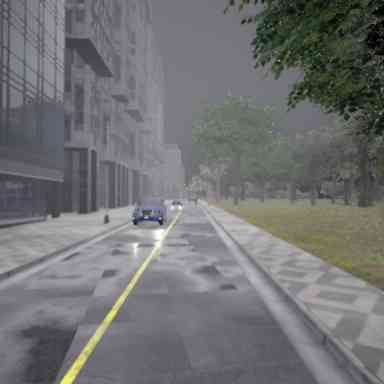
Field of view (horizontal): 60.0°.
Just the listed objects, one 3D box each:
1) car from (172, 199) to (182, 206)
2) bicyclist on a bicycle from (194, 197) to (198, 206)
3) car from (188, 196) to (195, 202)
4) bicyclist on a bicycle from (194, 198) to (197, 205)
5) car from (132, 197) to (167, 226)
[{"bbox_3d":[-3.004,2.103,66.021,1.895,1.301,4.718,0,0,0],"label":"car"},{"bbox_3d":[0.824,1.958,65.216,0.582,1.620,1.656,0,-1,0],"label":"bicyclist on a bicycle"},{"bbox_3d":[-0.002,1.997,93.661,2.097,1.767,4.553,0,-1,0],"label":"car"},{"bbox_3d":[0.824,2.040,74.217,0.582,1.620,1.656,0,-1,0],"label":"bicyclist on a bicycle"},{"bbox_3d":[-3.100,1.402,25.436,2.150,2.045,5.566,0,0,0],"label":"car"}]
